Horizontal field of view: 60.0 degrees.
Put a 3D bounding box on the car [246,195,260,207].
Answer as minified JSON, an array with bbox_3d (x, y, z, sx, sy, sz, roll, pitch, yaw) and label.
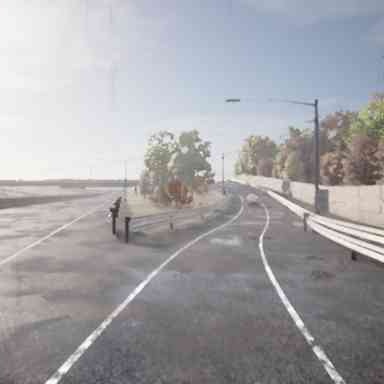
[{"bbox_3d":[10.067,1.705,54.502,1.812,1.442,4.674,0,2,9],"label":"car"}]

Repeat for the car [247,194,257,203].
[{"bbox_3d":[11.585,1.207,64.491,1.812,1.442,4.674,0,3,7],"label":"car"}]
